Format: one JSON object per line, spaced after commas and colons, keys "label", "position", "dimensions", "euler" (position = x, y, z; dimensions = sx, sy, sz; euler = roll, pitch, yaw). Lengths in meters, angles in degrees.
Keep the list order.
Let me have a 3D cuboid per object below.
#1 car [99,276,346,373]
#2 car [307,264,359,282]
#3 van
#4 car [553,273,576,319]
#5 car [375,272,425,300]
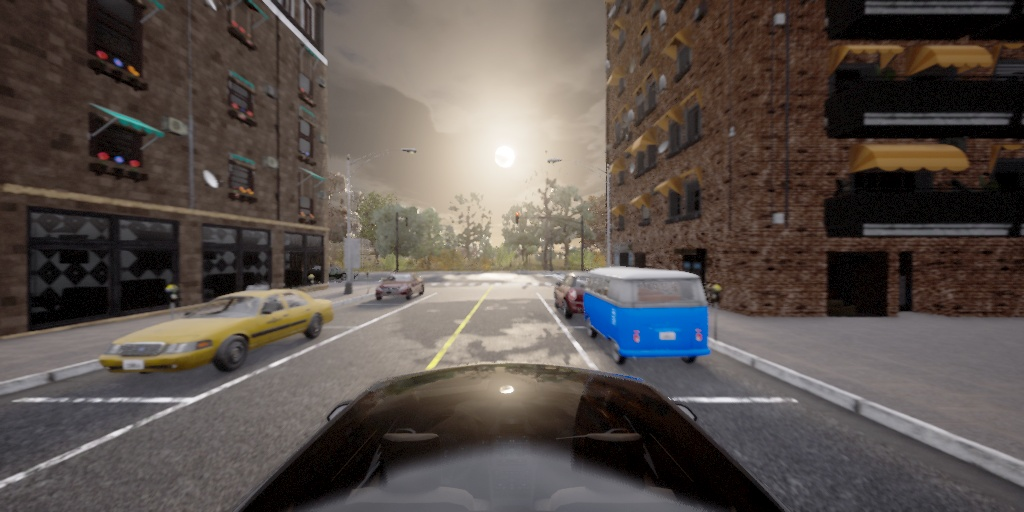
{"label": "car", "position": [-5.689, 1.345, 7.802], "dimensions": [1.751, 1.417, 4.829], "euler": [0, 0, 0]}
{"label": "car", "position": [-17.148, 1.561, 34.338], "dimensions": [4.553, 1.767, 2.097], "euler": [-1, 0, -7]}
{"label": "van", "position": [2.692, 1.161, 8.018], "dimensions": [1.690, 1.789, 3.998], "euler": [0, 0, 0]}
{"label": "car", "position": [2.693, 1.321, 13.542], "dimensions": [1.967, 1.591, 4.097], "euler": [0, 0, 0]}
{"label": "car", "position": [-5.783, 1.524, 19.013], "dimensions": [1.802, 1.307, 4.207], "euler": [0, 0, 0]}
